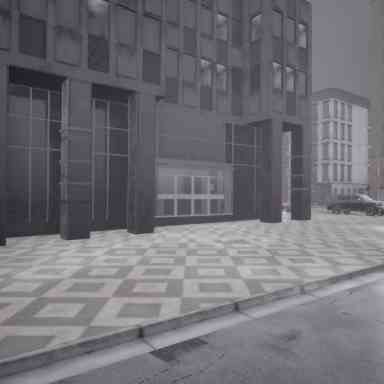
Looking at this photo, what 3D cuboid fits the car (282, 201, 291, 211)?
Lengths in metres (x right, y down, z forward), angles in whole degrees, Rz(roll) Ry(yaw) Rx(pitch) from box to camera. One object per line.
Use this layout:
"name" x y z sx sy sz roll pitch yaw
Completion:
"car" 9.964 1.498 39.999 1.812 1.442 4.674 1 0 -36

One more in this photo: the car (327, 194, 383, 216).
"car" 15.793 1.190 31.880 2.150 2.045 5.566 1 -1 -36
